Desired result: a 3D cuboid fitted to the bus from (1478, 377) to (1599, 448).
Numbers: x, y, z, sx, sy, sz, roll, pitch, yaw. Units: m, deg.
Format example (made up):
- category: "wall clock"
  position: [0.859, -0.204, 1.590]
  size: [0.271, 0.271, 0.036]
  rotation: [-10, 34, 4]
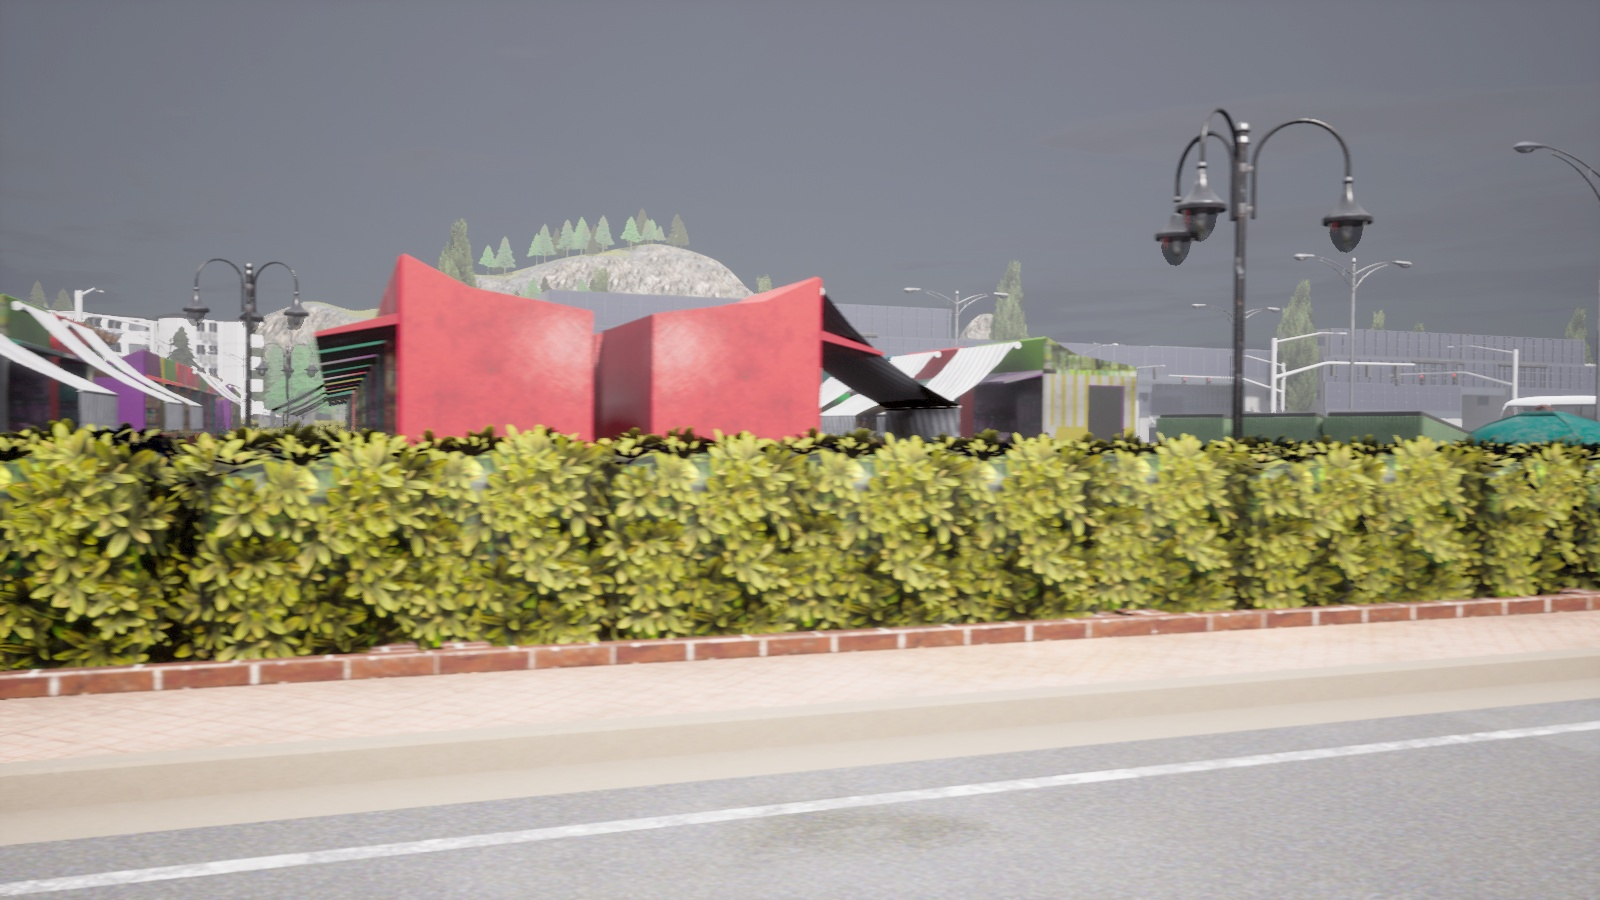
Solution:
- category: "bus"
  position: [48.798, -2.343, 79.439]
  size: [3.944, 4.253, 10.273]
  rotation: [-1, 1, -21]
